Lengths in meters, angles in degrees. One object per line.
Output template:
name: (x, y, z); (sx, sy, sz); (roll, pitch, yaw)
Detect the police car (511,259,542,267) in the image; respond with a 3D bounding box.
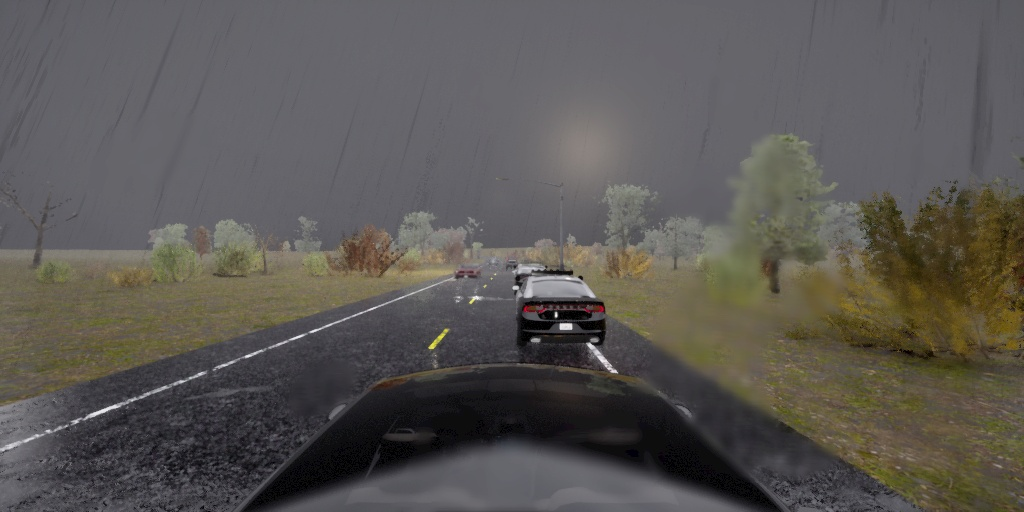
police car: (1.045, 1.159, 19.557); (1.930, 1.638, 5.238); (0, 0, 0)

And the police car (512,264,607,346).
police car: (1.048, 1.170, 9.555); (1.930, 1.638, 5.238); (0, 0, 0)

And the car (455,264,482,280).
car: (-3.608, 1.316, 30.305); (1.895, 1.301, 4.718); (0, 0, 0)

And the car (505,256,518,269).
car: (0.045, 1.165, 52.623); (1.837, 1.490, 4.892); (0, 0, 0)
